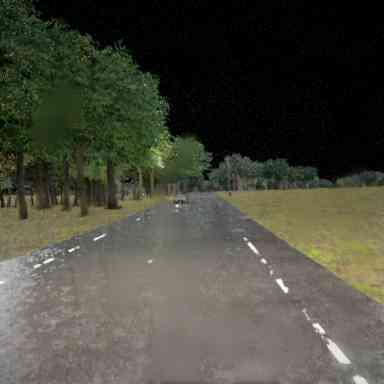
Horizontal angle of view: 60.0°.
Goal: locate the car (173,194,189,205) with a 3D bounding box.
[{"bbox_3d":[-1.507,1.056,47.393,1.994,1.385,4.181,-2,1,3],"label":"car"}]
